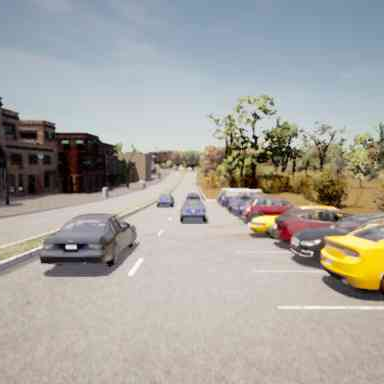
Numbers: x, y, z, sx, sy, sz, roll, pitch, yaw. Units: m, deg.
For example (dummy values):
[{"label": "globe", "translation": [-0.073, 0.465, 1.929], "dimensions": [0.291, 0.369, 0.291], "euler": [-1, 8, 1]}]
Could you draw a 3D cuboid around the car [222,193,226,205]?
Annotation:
[{"label": "car", "translation": [5.607, 1.071, 32.267], "dimensions": [4.792, 1.488, 2.163], "euler": [0, 1, 0]}]

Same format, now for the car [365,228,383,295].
[{"label": "car", "translation": [5.534, 1.440, 4.721], "dimensions": [4.892, 1.521, 2.231], "euler": [0, 0, 0]}]

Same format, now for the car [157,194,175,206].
[{"label": "car", "translation": [-3.101, 0.939, 39.811], "dimensions": [2.033, 1.411, 5.357], "euler": [0, 1, 0]}]

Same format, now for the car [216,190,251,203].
[{"label": "car", "translation": [5.626, 0.580, 46.034], "dimensions": [4.553, 1.767, 2.185], "euler": [0, 2, 0]}]

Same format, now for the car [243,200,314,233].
[{"label": "car", "translation": [5.371, 1.318, 15.739], "dimensions": [5.366, 1.575, 1.946], "euler": [0, 1, 0]}]

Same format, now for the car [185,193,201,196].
[{"label": "car", "translation": [0.142, 0.835, 42.262], "dimensions": [1.837, 1.490, 4.892], "euler": [0, 2, 0]}]

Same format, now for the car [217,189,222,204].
[{"label": "car", "translation": [5.554, 0.794, 37.899], "dimensions": [4.553, 1.767, 2.185], "euler": [0, 1, 0]}]

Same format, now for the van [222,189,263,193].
[{"label": "van", "translation": [5.698, 0.759, 35.013], "dimensions": [4.442, 1.987, 1.878], "euler": [0, 1, 0]}]

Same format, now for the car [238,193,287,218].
[{"label": "car", "translation": [5.532, 1.119, 21.240], "dimensions": [4.553, 1.767, 2.185], "euler": [0, 1, 0]}]

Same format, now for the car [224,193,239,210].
[{"label": "car", "translation": [5.545, 1.129, 29.515], "dimensions": [4.792, 1.488, 2.163], "euler": [0, 1, 0]}]

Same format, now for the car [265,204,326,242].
[{"label": "car", "translation": [5.581, 1.386, 12.979], "dimensions": [4.792, 1.488, 2.163], "euler": [0, 1, 0]}]

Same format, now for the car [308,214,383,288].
[{"label": "car", "translation": [5.539, 1.413, 7.476], "dimensions": [5.008, 1.535, 2.097], "euler": [0, 1, 0]}]

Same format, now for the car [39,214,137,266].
[{"label": "car", "translation": [-3.143, 1.441, 11.134], "dimensions": [2.033, 1.411, 5.357], "euler": [0, 1, 0]}]

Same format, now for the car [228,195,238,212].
[{"label": "car", "translation": [5.573, 1.190, 26.757], "dimensions": [4.674, 1.452, 2.002], "euler": [0, 1, 0]}]

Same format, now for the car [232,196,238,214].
[{"label": "car", "translation": [5.564, 1.237, 24.004], "dimensions": [4.674, 1.452, 2.002], "euler": [0, 1, 0]}]

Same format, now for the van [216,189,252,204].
[{"label": "van", "translation": [5.476, 0.558, 43.280], "dimensions": [4.442, 1.987, 1.878], "euler": [0, 2, 0]}]

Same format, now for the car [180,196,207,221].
[{"label": "car", "translation": [0.086, 1.261, 24.180], "dimensions": [2.033, 1.411, 5.357], "euler": [0, 1, 0]}]

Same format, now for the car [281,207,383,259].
[{"label": "car", "translation": [5.555, 1.386, 10.229], "dimensions": [4.892, 1.521, 2.231], "euler": [0, 1, 0]}]
